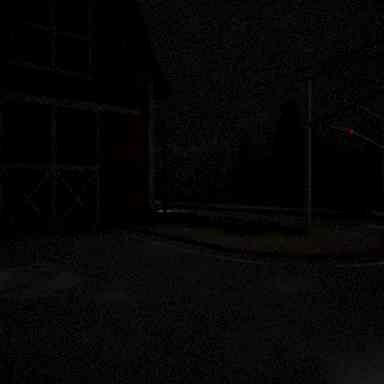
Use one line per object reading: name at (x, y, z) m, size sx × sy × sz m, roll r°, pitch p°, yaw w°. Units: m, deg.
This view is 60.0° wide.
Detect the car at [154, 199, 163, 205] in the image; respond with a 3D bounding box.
car at (-5.078, 1.524, 41.791) m, size 1.812 × 1.442 × 4.674 m, roll 0°, pitch 0°, yaw -35°
